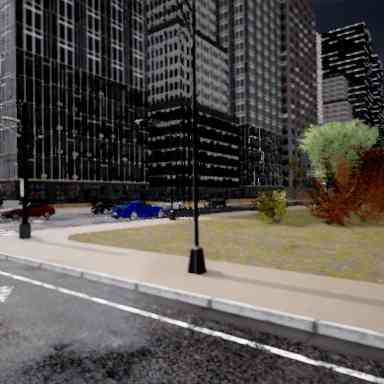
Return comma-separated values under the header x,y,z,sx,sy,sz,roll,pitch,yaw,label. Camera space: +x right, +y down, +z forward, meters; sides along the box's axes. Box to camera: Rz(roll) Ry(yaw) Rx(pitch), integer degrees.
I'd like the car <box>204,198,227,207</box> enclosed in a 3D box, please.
x,y,z,sx,sy,sz,roll,pitch,yaw,label
3.815,1.700,54.330,2.128,1.511,4.902,-1,-1,37,car

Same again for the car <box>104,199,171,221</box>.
x,y,z,sx,sy,sz,roll,pitch,yaw,label
-4.341,1.489,27.179,1.882,1.535,5.008,-1,-1,38,car

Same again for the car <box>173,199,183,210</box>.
x,y,z,sx,sy,sz,roll,pitch,yaw,label
-3.030,1.725,45.330,1.812,1.442,4.674,-1,-1,37,car

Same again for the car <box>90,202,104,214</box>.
x,y,z,sx,sy,sz,roll,pitch,yaw,label
-9.068,1.693,37.351,1.837,1.490,4.892,-1,-1,37,car

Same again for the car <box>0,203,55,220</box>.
x,y,z,sx,sy,sz,roll,pitch,yaw,label
-14.682,1.704,29.912,1.812,1.442,4.674,-1,-1,37,car

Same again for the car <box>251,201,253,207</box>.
x,y,z,sx,sy,sz,roll,pitch,yaw,label
10.957,1.623,52.770,1.812,1.442,4.674,-1,-1,37,car
